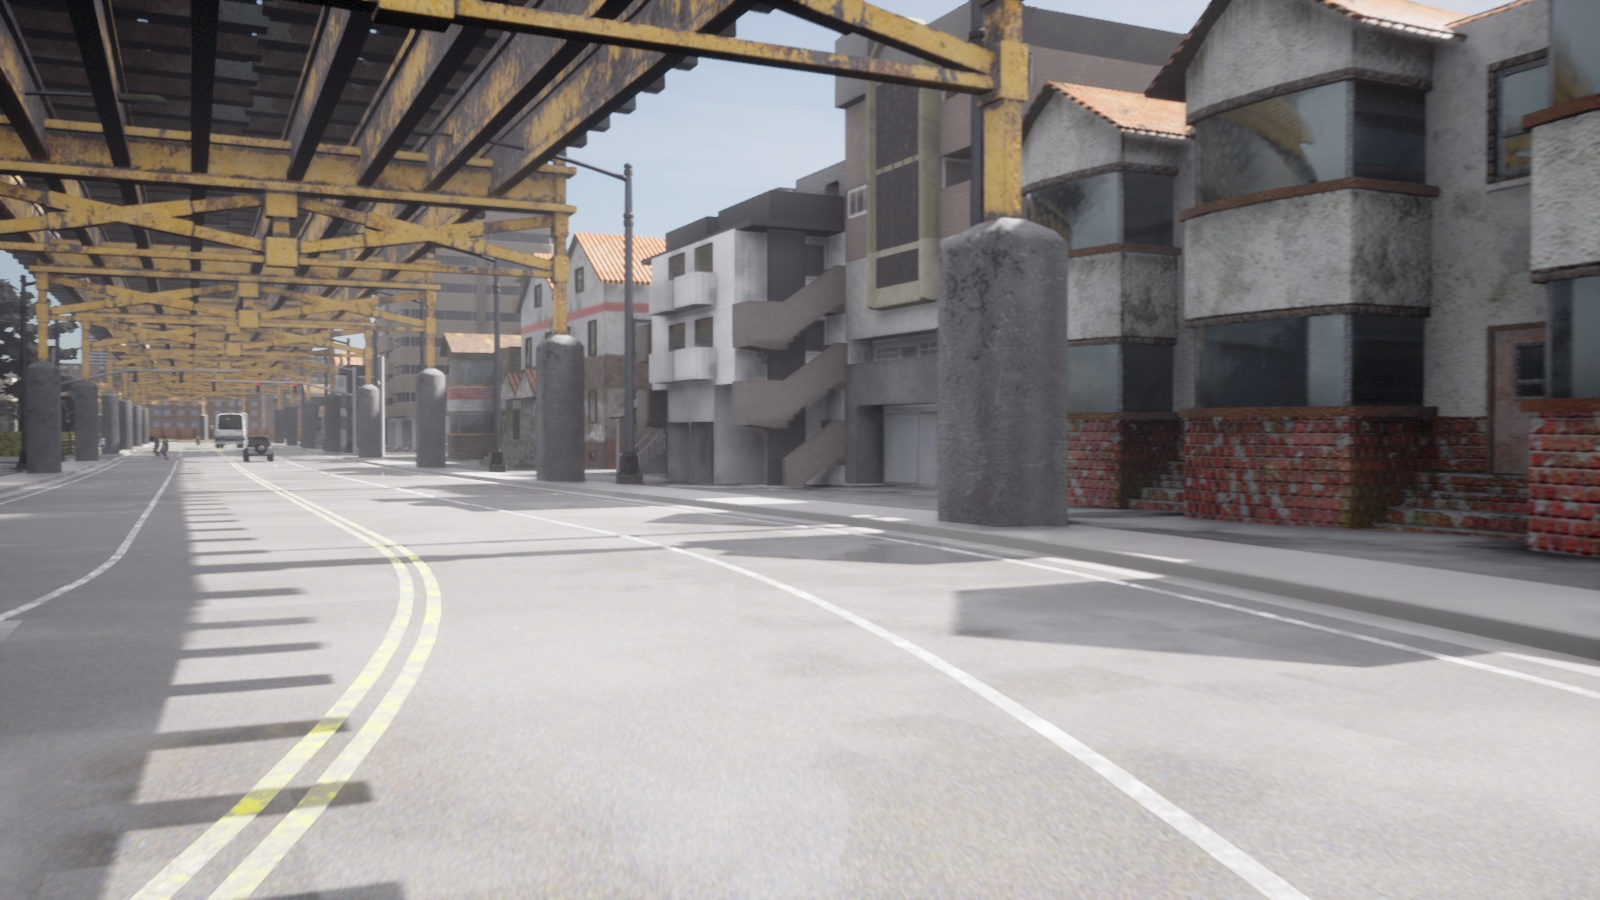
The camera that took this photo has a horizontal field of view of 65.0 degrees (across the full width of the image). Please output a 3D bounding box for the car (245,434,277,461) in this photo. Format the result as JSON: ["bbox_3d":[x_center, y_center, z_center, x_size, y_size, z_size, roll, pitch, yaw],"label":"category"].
[{"bbox_3d":[-38.278,-0.189,89.111,1.905,1.878,3.866,0,1,-26],"label":"car"}]
